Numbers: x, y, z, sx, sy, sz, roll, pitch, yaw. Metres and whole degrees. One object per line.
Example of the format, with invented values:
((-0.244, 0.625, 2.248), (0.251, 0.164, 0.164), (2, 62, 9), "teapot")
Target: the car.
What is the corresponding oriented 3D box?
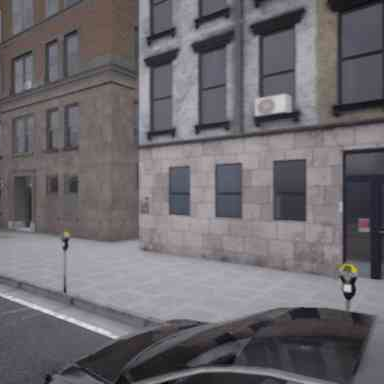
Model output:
((0.719, 1.567, 2.296), (4.313, 1.339, 1.947), (0, 0, 36), "car")
